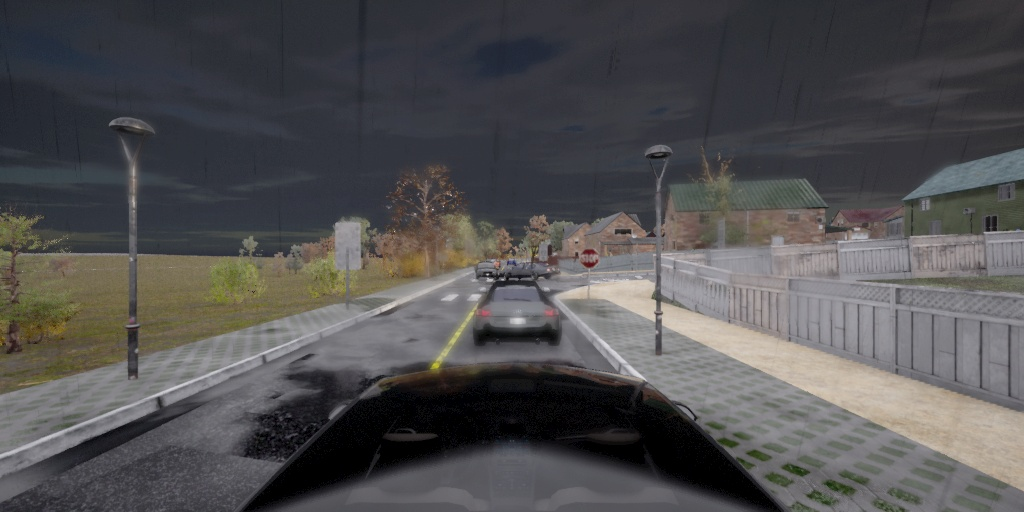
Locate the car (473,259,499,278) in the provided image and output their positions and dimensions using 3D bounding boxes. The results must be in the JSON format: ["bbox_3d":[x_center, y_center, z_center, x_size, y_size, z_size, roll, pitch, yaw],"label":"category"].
[{"bbox_3d":[-2.299,1.258,31.322,1.837,1.490,4.892,0,0,-8],"label":"car"}]

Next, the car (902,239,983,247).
[{"bbox_3d":[23.857,-0.208,20.409,4.902,1.511,2.128,-3,0,14],"label":"car"}]

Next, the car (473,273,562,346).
[{"bbox_3d":[0.089,1.313,9.400,1.994,1.385,4.181,0,0,-1],"label":"car"}]

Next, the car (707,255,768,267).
[{"bbox_3d":[14.352,0.413,22.815,4.181,1.385,1.994,-3,0,16],"label":"car"}]

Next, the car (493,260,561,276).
[{"bbox_3d":[1.293,1.198,28.417,5.357,1.411,2.033,-4,-3,43],"label":"car"}]

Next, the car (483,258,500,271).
[{"bbox_3d":[-2.928,1.121,51.139,2.097,1.767,4.553,0,0,1],"label":"car"}]
